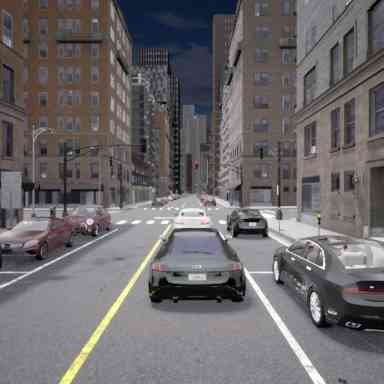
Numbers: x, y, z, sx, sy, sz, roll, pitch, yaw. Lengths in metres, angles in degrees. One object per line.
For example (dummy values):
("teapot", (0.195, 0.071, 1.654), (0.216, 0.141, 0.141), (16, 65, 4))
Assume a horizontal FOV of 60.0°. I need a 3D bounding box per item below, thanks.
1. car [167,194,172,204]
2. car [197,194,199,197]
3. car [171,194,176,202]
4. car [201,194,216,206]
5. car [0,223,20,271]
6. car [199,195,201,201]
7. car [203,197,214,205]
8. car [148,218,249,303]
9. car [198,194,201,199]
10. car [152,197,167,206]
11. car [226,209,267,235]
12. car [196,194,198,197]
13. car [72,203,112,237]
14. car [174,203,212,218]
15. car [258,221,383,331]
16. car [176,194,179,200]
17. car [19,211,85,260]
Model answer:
("car", (-5.554, 1.605, 65.711), (2.008, 1.369, 4.403), (0, 0, 0))
("car", (3.030, 1.559, 87.327), (1.967, 1.590, 4.097), (0, 0, 0))
("car", (-5.510, 1.624, 81.766), (1.752, 1.417, 4.829), (0, 0, 0))
("car", (2.941, 1.475, 54.873), (1.967, 1.590, 4.097), (0, 0, 0))
("car", (-5.663, 1.566, 6.788), (1.947, 1.339, 4.313), (0, 0, 0))
("car", (2.971, 1.605, 65.691), (2.008, 1.369, 4.403), (0, 0, 0))
("car", (2.956, 1.570, 60.452), (1.752, 1.417, 4.829), (0, 0, 0))
("car", (0.090, 1.564, 8.246), (1.994, 1.385, 4.181), (0, 0, 0))
("car", (3.000, 1.523, 76.509), (1.967, 1.590, 4.097), (0, 0, 0))
("car", (-5.584, 1.617, 54.894), (1.802, 1.307, 4.206), (0, 0, 0))
("car", (2.872, 1.566, 17.783), (1.947, 1.339, 4.313), (0, 0, 0))
("car", (3.043, 1.455, 92.736), (2.192, 1.841, 5.009), (0, 0, 0))
("car", (-5.653, 1.440, 17.791), (1.967, 1.590, 4.097), (0, 0, 0))
("car", (0.050, 1.526, 17.005), (1.812, 1.442, 4.674), (0, 0, 1))
("car", (2.862, 1.550, 6.780), (2.008, 1.369, 4.403), (0, 0, 0))
("car", (-5.481, 1.455, 92.754), (2.192, 1.841, 5.009), (0, 0, 0))
("car", (-5.659, 1.582, 12.290), (1.802, 1.307, 4.206), (0, 0, 0))
